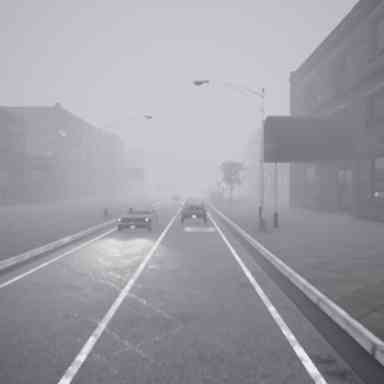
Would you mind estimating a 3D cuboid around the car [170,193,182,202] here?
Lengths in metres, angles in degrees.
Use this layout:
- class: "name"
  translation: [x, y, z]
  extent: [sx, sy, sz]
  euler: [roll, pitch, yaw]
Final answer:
- class: "car"
  translation: [-2.903, 0.907, 62.489]
  extent: [2.097, 1.767, 4.553]
  euler: [0, 1, 1]

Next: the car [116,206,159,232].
- class: "car"
  translation: [-3.063, 1.513, 19.476]
  extent: [1.895, 1.301, 4.718]
  euler: [0, 0, 0]

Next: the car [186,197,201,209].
- class: "car"
  translation: [0.184, 1.342, 42.895]
  extent: [1.895, 1.301, 4.718]
  euler: [0, 1, 0]

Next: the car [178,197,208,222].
- class: "car"
  translation: [0.147, 1.383, 24.763]
  extent: [1.837, 1.490, 4.892]
  euler: [0, 0, 0]
